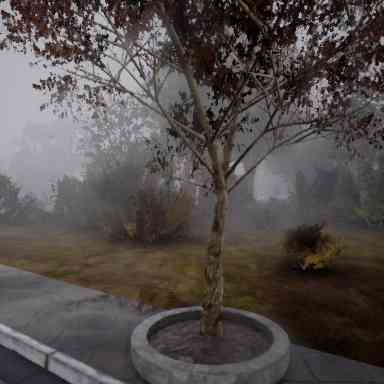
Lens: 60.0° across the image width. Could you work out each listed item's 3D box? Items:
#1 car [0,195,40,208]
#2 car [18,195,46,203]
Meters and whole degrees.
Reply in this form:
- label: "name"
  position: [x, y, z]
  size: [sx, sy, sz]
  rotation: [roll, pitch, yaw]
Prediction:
- label: "car"
  position: [-22.657, 1.174, 43.333]
  size: [1.837, 1.490, 4.892]
  rotation: [1, 0, 32]
- label: "car"
  position: [-18.348, 1.212, 36.656]
  size: [1.882, 1.535, 5.008]
  rotation: [1, 0, 32]
